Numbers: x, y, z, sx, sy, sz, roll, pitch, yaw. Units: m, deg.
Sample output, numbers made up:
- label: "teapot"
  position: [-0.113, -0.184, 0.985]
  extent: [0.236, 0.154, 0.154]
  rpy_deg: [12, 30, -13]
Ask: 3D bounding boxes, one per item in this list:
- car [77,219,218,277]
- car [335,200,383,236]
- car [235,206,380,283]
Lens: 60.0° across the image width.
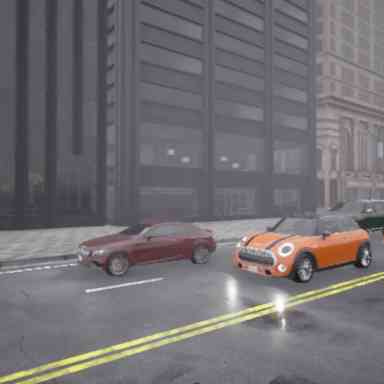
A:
- label: "car"
  position: [-1.259, 1.637, 10.769]
  extent: [4.674, 1.442, 1.812]
  rpy_deg: [1, -1, -35]
- label: "car"
  position: [8.916, 1.432, 18.009]
  extent: [5.566, 2.045, 2.150]
  rpy_deg: [1, -1, -35]
- label: "car"
  position: [3.448, 1.466, 10.142]
  extent: [4.553, 1.767, 2.097]
  rpy_deg: [0, -1, -35]
